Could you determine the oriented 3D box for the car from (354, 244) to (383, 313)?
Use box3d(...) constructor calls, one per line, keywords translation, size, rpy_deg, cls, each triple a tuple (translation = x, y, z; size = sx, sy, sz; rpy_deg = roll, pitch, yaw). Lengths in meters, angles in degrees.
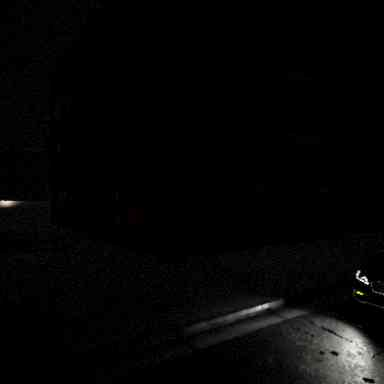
box3d(translation=(5.222, 1.495, 6.764), size=(4.892, 1.490, 1.837), rpy_deg=(0, 0, -35), cls="car")
